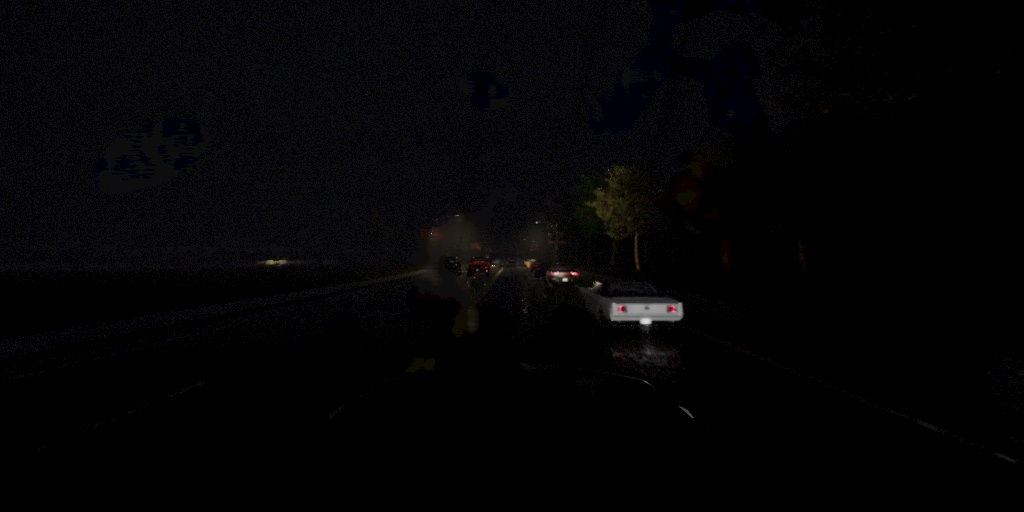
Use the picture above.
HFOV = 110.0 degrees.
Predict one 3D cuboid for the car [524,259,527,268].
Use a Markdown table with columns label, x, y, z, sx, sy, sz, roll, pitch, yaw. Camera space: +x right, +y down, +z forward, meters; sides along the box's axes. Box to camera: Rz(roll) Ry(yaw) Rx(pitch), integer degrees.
| label | x | y | z | sx | sy | sz | roll | pitch | yaw |
| --- | --- | --- | --- | --- | --- | --- | --- | --- | --- |
| car | 3.284 | 1.302 | 57.593 | 1.801 | 1.575 | 5.366 | 0 | 0 | 0 |

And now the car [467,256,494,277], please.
| label | x | y | z | sx | sy | sz | roll | pitch | yaw |
| --- | --- | --- | --- | --- | --- | --- | --- | --- | --- |
| car | -3.321 | 1.026 | 37.063 | 2.150 | 2.045 | 5.566 | 0 | -1 | 0 |

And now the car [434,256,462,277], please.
| label | x | y | z | sx | sy | sz | roll | pitch | yaw |
| --- | --- | --- | --- | --- | --- | --- | --- | --- | --- |
| car | -6.569 | 1.027 | 37.428 | 2.150 | 2.045 | 5.566 | 0 | 0 | 0 |

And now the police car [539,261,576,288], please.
| label | x | y | z | sx | sy | sz | roll | pitch | yaw |
| --- | --- | --- | --- | --- | --- | --- | --- | --- | --- |
| police car | 3.264 | 1.281 | 24.400 | 2.038 | 1.542 | 4.974 | 0 | 0 | 0 |

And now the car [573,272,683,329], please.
| label | x | y | z | sx | sy | sz | roll | pitch | yaw |
| --- | --- | --- | --- | --- | --- | --- | --- | --- | --- |
| car | 3.356 | 1.356 | 11.208 | 1.895 | 1.301 | 4.718 | 0 | 0 | 0 |

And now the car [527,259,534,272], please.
| label | x | y | z | sx | sy | sz | roll | pitch | yaw |
| --- | --- | --- | --- | --- | --- | --- | --- | --- | --- |
| car | 3.277 | 1.346 | 46.402 | 1.812 | 1.442 | 4.674 | 0 | 0 | 0 |

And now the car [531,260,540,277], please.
| label | x | y | z | sx | sy | sz | roll | pitch | yaw |
| --- | --- | --- | --- | --- | --- | --- | --- | --- | --- |
| car | 3.270 | 1.361 | 35.400 | 1.994 | 1.385 | 4.181 | 0 | 0 | 0 |
